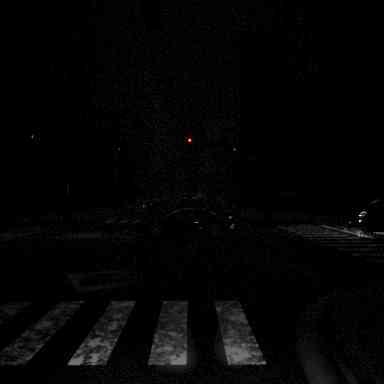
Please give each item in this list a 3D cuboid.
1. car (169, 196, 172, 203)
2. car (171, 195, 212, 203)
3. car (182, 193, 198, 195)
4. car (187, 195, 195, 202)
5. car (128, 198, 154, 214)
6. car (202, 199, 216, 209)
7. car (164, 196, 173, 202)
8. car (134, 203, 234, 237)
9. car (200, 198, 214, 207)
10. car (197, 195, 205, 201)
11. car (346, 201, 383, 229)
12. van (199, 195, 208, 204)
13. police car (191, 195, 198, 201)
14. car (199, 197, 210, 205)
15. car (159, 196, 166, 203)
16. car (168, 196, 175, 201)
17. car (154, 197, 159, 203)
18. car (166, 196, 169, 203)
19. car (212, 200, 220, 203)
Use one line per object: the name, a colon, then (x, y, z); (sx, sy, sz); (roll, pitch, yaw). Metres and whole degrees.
car: (-5.639, 1.548, 69.210); (1.967, 1.590, 4.097); (0, 0, 0)
car: (-0.128, 1.377, 27.788); (2.097, 1.767, 4.553); (0, 0, -12)
car: (-0.259, 1.314, 63.315); (2.150, 2.045, 5.566); (0, 0, 0)
car: (-0.245, 1.476, 73.670); (1.812, 1.442, 4.674); (0, 0, 0)
car: (-5.684, 1.478, 36.146); (1.967, 1.590, 4.097); (0, 0, 0)
car: (2.356, 1.639, 47.157); (1.802, 1.307, 4.206); (0, 0, 0)
car: (-5.624, 1.690, 80.231); (2.008, 1.369, 4.403); (0, 0, 0)
car: (-0.283, 1.497, 17.350); (4.902, 1.511, 2.128); (0, 0, 0)
car: (2.363, 1.634, 52.667); (1.947, 1.339, 4.313); (0, 0, 0)
car: (2.409, 1.596, 85.732); (1.967, 1.590, 4.097); (0, 0, 0)
car: (12.070, 1.307, 20.646); (4.553, 1.767, 2.097); (0, 0, 0)
van: (2.386, 1.449, 69.199); (1.690, 1.788, 3.998); (0, 0, 0)
police car: (0.603, 1.594, 90.214); (1.930, 1.638, 5.238); (0, 0, 0)
car: (2.378, 1.644, 63.688); (2.008, 1.369, 4.403); (0, 0, 0)
car: (-5.662, 1.650, 52.678); (1.802, 1.307, 4.206); (0, 0, 0)
car: (-5.609, 1.716, 91.253); (1.887, 1.381, 4.507); (0, 0, 0)
car: (-5.677, 1.488, 41.656); (1.967, 1.590, 4.097); (0, 0, 0)
car: (-5.654, 1.631, 58.188); (2.008, 1.369, 4.403); (0, 0, 0)
car: (2.341, 1.604, 36.134); (1.947, 1.339, 4.313); (0, 0, 0)
